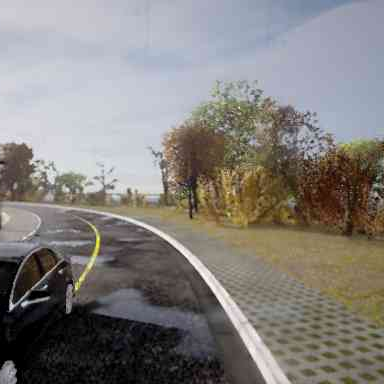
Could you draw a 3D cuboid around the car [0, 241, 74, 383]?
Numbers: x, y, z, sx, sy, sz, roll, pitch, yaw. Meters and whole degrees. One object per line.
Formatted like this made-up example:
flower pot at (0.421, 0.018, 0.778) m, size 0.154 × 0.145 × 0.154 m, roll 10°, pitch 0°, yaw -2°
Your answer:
car at (-2.915, 1.542, 4.547) m, size 1.837 × 1.490 × 4.892 m, roll 1°, pitch -1°, yaw -8°
